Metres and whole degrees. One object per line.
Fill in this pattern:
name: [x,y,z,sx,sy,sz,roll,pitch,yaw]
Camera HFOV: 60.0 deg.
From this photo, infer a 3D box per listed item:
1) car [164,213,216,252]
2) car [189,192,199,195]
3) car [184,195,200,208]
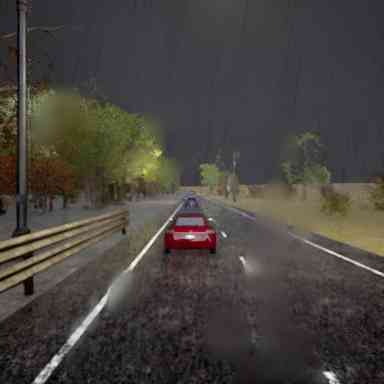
car: [-0.066,1.561,13.811,1.994,1.385,4.181,0,0,0]
car: [-0.078,1.280,80.098,2.097,1.767,4.553,0,0,0]
car: [-0.073,1.494,48.549,1.812,1.442,4.674,0,0,0]
